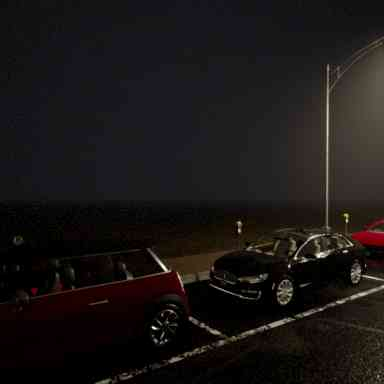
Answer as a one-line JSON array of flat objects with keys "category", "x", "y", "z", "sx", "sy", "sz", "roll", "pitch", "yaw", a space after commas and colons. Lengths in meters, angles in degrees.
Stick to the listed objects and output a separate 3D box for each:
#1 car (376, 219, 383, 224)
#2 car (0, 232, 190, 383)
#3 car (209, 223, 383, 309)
[{"category": "car", "x": 6.902, "y": 1.547, "z": 11.012, "sx": 4.507, "sy": 1.381, "sz": 1.887, "roll": 0, "pitch": 1, "yaw": -35}, {"category": "car", "x": -2.111, "y": 1.440, "z": 4.581, "sx": 4.097, "sy": 1.590, "sz": 1.967, "roll": 0, "pitch": 1, "yaw": -35}, {"category": "car", "x": 2.395, "y": 1.552, "z": 7.797, "sx": 4.403, "sy": 1.369, "sz": 2.008, "roll": 0, "pitch": 1, "yaw": -35}]
